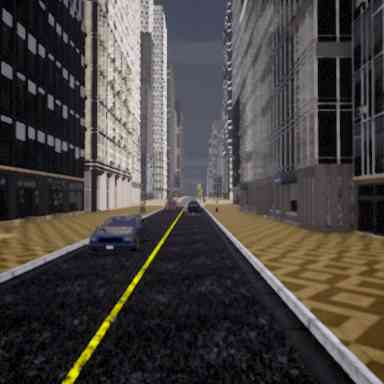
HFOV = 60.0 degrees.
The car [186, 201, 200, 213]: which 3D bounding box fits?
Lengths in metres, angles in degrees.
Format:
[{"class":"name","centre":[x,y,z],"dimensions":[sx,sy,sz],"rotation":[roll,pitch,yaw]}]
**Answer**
[{"class":"car","centre":[0.158,2.027,45.986],"dimensions":[1.837,1.490,4.892],"rotation":[0,-1,0]}]

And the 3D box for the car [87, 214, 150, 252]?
[{"class":"car","centre":[-3.076,1.721,15.113],"dimensions":[2.033,1.411,5.357],"rotation":[0,-1,0]}]

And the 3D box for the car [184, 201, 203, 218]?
[{"class":"car","centre":[0.145,1.886,34.809],"dimensions":[2.128,1.511,4.902],"rotation":[0,-1,0]}]

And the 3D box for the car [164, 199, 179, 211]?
[{"class":"car","centre":[-3.022,1.918,49.973],"dimensions":[2.097,1.767,4.553],"rotation":[0,-1,0]}]
